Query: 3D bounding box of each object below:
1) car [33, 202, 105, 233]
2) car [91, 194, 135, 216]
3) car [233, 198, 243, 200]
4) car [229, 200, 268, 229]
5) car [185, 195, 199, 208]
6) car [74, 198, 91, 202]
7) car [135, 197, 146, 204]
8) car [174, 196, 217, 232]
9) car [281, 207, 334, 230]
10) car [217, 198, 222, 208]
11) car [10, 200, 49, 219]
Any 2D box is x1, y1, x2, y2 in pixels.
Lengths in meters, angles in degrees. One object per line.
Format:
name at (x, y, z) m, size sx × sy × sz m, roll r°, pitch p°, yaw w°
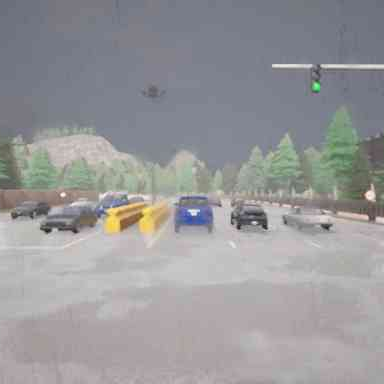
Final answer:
car at (-7.092, 1.562, 19.882) m, size 2.033 × 1.411 × 5.357 m, roll 0°, pitch 0°, yaw 0°
car at (-7.076, 1.244, 30.452) m, size 2.150 × 2.045 × 5.566 m, roll 0°, pitch 0°, yaw 1°
car at (6.994, 1.563, 50.548) m, size 1.812 × 1.442 × 4.674 m, roll 0°, pitch 0°, yaw 0°
car at (3.598, 1.521, 21.535) m, size 1.837 × 1.490 × 4.892 m, roll 0°, pitch 0°, yaw 0°
car at (-0.007, 1.389, 50.419) m, size 2.097 × 1.767 × 4.553 m, roll 0°, pitch 0°, yaw 0°
car at (-14.056, 1.557, 42.918) m, size 1.812 × 1.442 × 4.674 m, roll 0°, pitch 0°, yaw 0°
car at (-7.070, 1.387, 42.198) m, size 2.097 × 1.767 × 4.553 m, roll 0°, pitch 0°, yaw 0°
car at (0.097, 1.237, 20.238) m, size 2.150 × 2.045 × 5.566 m, roll 0°, pitch 0°, yaw 0°
car at (7.098, 1.617, 20.985) m, size 1.895 × 1.301 × 4.718 m, roll 0°, pitch 0°, yaw 0°
car at (3.494, 1.585, 50.060) m, size 2.033 × 1.411 × 5.357 m, roll 0°, pitch 0°, yaw 0°
car at (-14.082, 1.526, 29.400) m, size 1.837 × 1.490 × 4.892 m, roll 0°, pitch 0°, yaw 0°
